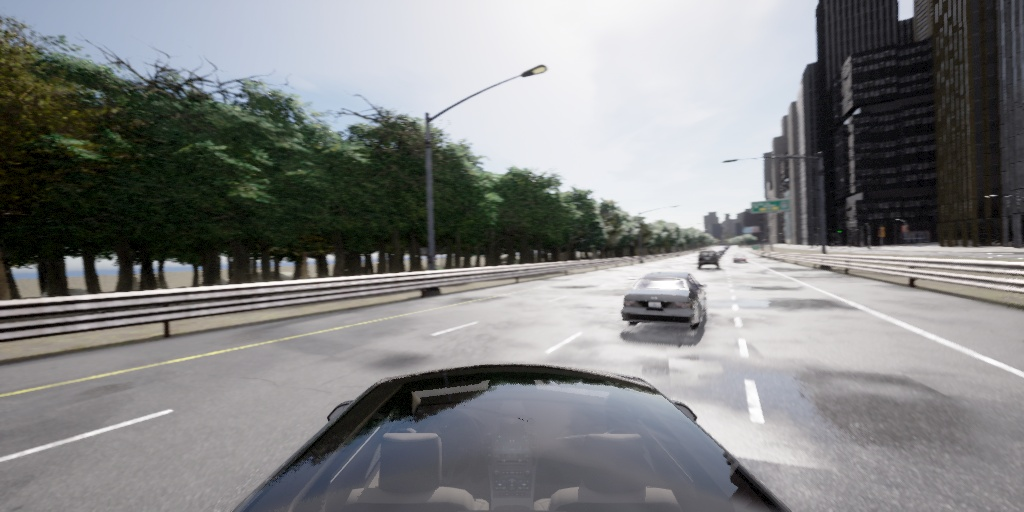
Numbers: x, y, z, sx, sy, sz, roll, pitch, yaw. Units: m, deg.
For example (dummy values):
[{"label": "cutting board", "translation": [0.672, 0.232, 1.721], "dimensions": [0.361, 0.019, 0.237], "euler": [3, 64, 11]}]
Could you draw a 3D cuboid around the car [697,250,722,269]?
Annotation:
[{"label": "car", "translation": [22.859, 0.386, 41.733], "dimensions": [2.150, 2.045, 5.566], "euler": [-2, 0, 30]}]

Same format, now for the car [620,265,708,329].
[{"label": "car", "translation": [4.710, 1.184, 10.806], "dimensions": [2.033, 1.411, 5.357], "euler": [-2, 0, 31]}]
